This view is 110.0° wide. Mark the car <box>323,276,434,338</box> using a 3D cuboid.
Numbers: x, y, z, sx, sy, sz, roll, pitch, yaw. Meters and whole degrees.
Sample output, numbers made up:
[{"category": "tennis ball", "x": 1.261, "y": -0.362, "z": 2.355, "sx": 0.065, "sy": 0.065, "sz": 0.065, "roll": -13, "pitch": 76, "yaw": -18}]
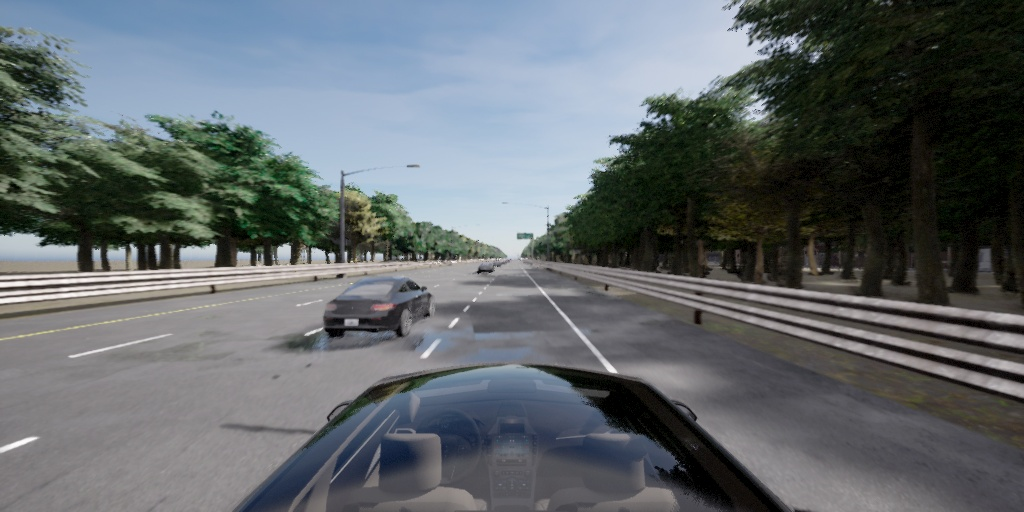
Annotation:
[{"category": "car", "x": -3.495, "y": 1.289, "z": 10.118, "sx": 1.812, "sy": 1.442, "sz": 4.674, "roll": 0, "pitch": 0, "yaw": 0}]

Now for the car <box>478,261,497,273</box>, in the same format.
[{"category": "car", "x": -3.394, "y": 1.522, "z": 47.270, "sx": 1.994, "sy": 1.385, "sz": 4.181, "roll": 0, "pitch": 0, "yaw": 0}]
